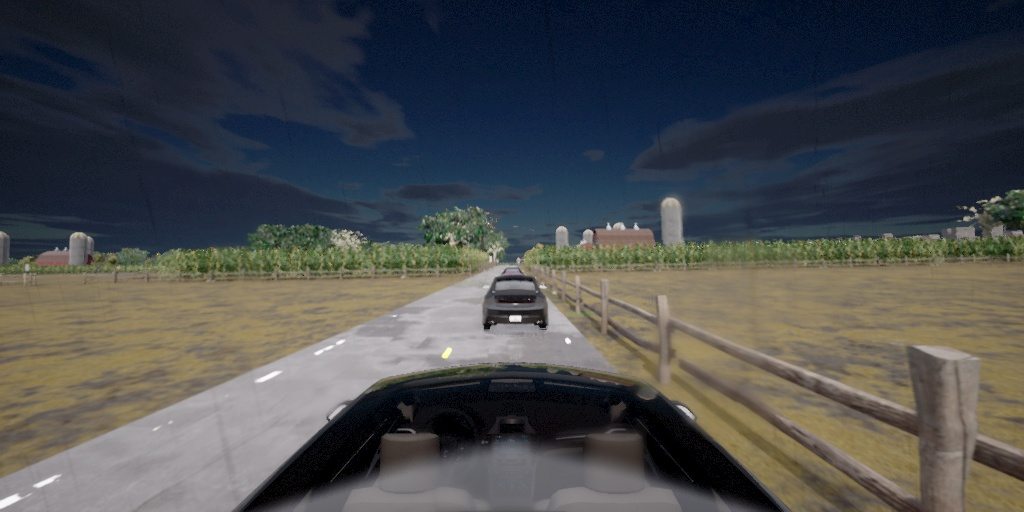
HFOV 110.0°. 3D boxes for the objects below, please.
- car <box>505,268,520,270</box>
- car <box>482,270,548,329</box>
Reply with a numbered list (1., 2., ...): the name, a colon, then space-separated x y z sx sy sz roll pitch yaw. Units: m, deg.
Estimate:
1. car: 0.059 1.612 28.516 1.994 1.385 4.181 0 -1 0
2. car: 0.087 1.373 11.695 1.837 1.490 4.892 0 0 0
